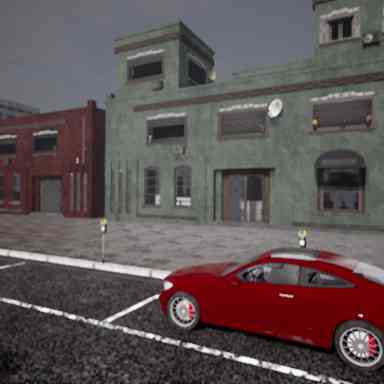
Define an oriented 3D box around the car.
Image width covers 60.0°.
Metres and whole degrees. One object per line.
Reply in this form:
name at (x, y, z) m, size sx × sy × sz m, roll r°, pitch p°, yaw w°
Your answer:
car at (1.454, 1.575, 5.391) m, size 4.206 × 1.307 × 1.802 m, roll 0°, pitch 1°, yaw 28°
